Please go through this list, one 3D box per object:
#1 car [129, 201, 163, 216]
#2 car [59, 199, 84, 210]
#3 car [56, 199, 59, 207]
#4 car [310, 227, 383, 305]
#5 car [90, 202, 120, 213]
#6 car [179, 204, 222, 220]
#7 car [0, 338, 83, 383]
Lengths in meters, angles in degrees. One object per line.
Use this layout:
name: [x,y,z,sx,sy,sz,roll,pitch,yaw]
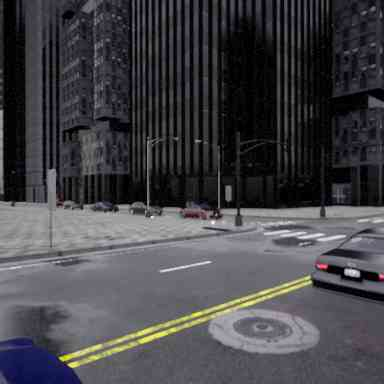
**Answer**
car: [-5.081,1.816,36.451,1.837,1.490,4.892,0,0,-41]
car: [-18.428,2.032,51.550,1.837,1.490,4.892,0,0,-41]
car: [-25.943,2.169,64.757,1.882,1.535,5.008,0,-1,-42]
car: [4.861,1.560,7.872,5.357,1.411,2.033,0,0,-42]
car: [-11.610,1.962,43.809,2.033,1.411,5.357,0,0,-42]
car: [0.742,1.783,29.886,1.994,1.385,4.181,0,0,-42]
car: [-2.640,1.600,1.198,4.718,1.301,1.895,0,0,-42]
